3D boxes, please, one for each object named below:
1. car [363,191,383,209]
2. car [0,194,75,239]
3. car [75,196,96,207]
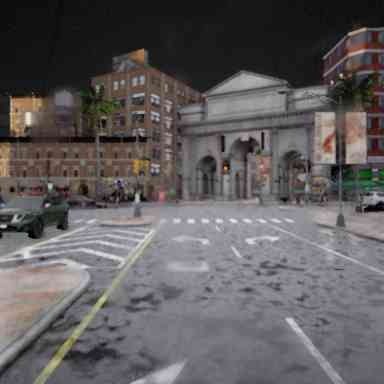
[{"bbox_3d":[22.727,0.937,38.286,5.566,2.045,2.150,0,0,0],"label":"car"},{"bbox_3d":[-8.242,1.139,17.263,2.150,2.045,5.566,0,0,-1],"label":"car"},{"bbox_3d":[-15.355,1.269,44.661,4.892,1.490,1.837,0,-1,12],"label":"car"}]
